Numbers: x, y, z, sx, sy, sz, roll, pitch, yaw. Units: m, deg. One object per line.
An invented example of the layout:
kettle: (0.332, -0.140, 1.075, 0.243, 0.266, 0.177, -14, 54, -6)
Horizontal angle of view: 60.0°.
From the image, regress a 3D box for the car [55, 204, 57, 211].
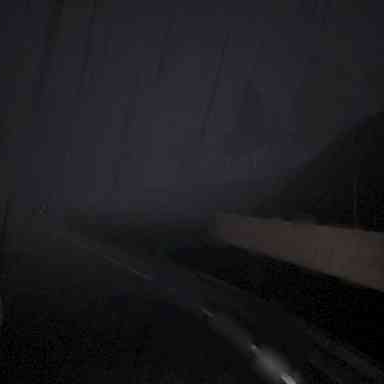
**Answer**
car: (-22.115, 2.313, 51.848, 1.895, 1.301, 4.718, -1, 0, -19)

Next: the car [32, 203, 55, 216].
car: (-18.055, 2.067, 40.121, 1.837, 1.490, 4.892, -1, -1, -19)
